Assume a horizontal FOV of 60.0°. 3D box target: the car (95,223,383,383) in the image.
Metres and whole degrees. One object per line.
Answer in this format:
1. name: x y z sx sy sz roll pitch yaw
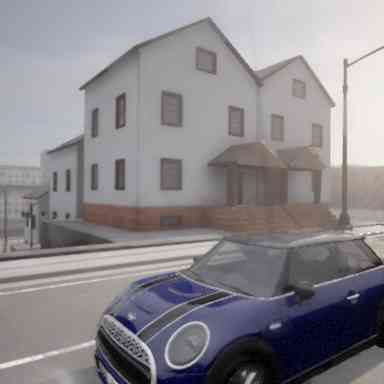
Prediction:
1. car: 1.030 1.389 4.718 4.553 1.767 2.097 1 0 -35
